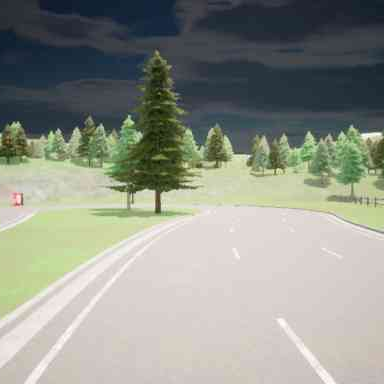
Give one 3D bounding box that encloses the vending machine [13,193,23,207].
[{"bbox_3d":[-25.980,1.176,49.706,1.100,2.100,0.880,0,0,33],"label":"vending machine"}]
